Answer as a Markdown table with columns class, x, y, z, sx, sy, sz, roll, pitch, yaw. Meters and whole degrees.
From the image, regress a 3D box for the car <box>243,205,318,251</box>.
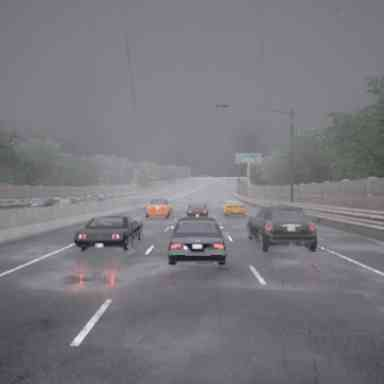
| class | x | y | z | sx | sy | sz | roll | pitch | yaw |
| --- | --- | --- | --- | --- | --- | --- | --- | --- | --- |
| car | 3.715 | 1.396 | 14.463 | 2.097 | 1.767 | 4.553 | 0 | 0 | 1 |

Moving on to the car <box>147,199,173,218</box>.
| class | x | y | z | sx | sy | sz | roll | pitch | yaw |
| --- | --- | --- | --- | --- | --- | --- | --- | --- | --- |
| car | -2.950 | 1.437 | 31.174 | 2.097 | 1.767 | 4.553 | 0 | 0 | 2 |

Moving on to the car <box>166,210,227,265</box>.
| class | x | y | z | sx | sy | sz | roll | pitch | yaw |
| --- | --- | --- | --- | --- | --- | --- | --- | --- | --- |
| car | 0.175 | 1.581 | 11.826 | 2.033 | 1.411 | 5.357 | 0 | 0 | 1 |

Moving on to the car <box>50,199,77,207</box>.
| class | x | y | z | sx | sy | sz | roll | pitch | yaw |
| --- | --- | --- | --- | --- | --- | --- | --- | --- | --- |
| car | -16.701 | 1.633 | 44.519 | 1.812 | 1.442 | 4.674 | 0 | 0 | 2 |

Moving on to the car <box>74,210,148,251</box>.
| class | x | y | z | sx | sy | sz | roll | pitch | yaw |
| --- | --- | --- | --- | --- | --- | --- | --- | --- | --- |
| car | -3.295 | 1.639 | 14.179 | 1.895 | 1.301 | 4.718 | 0 | 0 | 1 |

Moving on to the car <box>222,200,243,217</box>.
| class | x | y | z | sx | sy | sz | roll | pitch | yaw |
| --- | --- | --- | --- | --- | --- | --- | --- | --- | --- |
| car | 4.101 | 1.574 | 32.986 | 1.882 | 1.535 | 5.008 | 0 | 0 | 2 |

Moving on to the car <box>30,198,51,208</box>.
| class | x | y | z | sx | sy | sz | roll | pitch | yaw |
| --- | --- | --- | --- | --- | --- | --- | --- | --- | --- |
| car | -20.171 | 1.598 | 45.291 | 2.128 | 1.511 | 4.902 | 0 | 0 | 2 |

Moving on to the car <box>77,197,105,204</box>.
| class | x | y | z | sx | sy | sz | roll | pitch | yaw |
| --- | --- | --- | --- | --- | --- | --- | --- | --- | --- |
| car | -13.193 | 1.462 | 44.639 | 2.097 | 1.767 | 4.553 | 0 | 0 | 2 |

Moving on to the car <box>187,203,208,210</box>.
| class | x | y | z | sx | sy | sz | roll | pitch | yaw |
| --- | --- | --- | --- | --- | --- | --- | --- | --- | --- |
| car | 0.518 | 1.686 | 30.076 | 1.895 | 1.301 | 4.718 | 0 | 0 | 2 |
